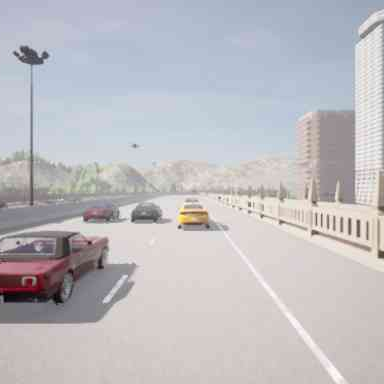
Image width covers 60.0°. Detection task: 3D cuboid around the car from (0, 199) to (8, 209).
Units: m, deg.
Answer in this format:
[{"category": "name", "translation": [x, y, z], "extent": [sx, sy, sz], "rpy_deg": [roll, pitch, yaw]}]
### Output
[{"category": "car", "translation": [-21.116, 1.353, 34.379], "extent": [1.882, 1.535, 5.008], "rpy_deg": [0, 0, 0]}]

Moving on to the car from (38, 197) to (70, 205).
[{"category": "car", "translation": [-14.099, 1.483, 32.804], "extent": [1.895, 1.301, 4.718], "rpy_deg": [0, 0, 0]}]

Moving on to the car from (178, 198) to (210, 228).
[{"category": "car", "translation": [0.099, 1.400, 21.424], "extent": [1.882, 1.535, 5.008], "rpy_deg": [0, 0, 0]}]

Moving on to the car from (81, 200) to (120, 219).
[{"category": "car", "translation": [-6.903, 1.471, 25.723], "extent": [1.994, 1.385, 4.181], "rpy_deg": [0, 0, 0]}]

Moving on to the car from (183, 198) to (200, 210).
[{"category": "car", "translation": [-0.063, 1.416, 41.144], "extent": [1.994, 1.385, 4.181], "rpy_deg": [0, 0, -1]}]

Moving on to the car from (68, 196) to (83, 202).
[{"category": "car", "translation": [-17.893, 1.313, 50.007], "extent": [2.128, 1.511, 4.902], "rpy_deg": [0, 0, -1]}]

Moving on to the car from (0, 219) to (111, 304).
[{"category": "car", "translation": [-3.400, 1.572, 8.002], "extent": [1.895, 1.301, 4.718], "rpy_deg": [0, 0, 0]}]

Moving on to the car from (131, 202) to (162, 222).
[{"category": "car", "translation": [-3.402, 1.472, 25.469], "extent": [1.994, 1.385, 4.181], "rpy_deg": [0, 0, 0]}]
